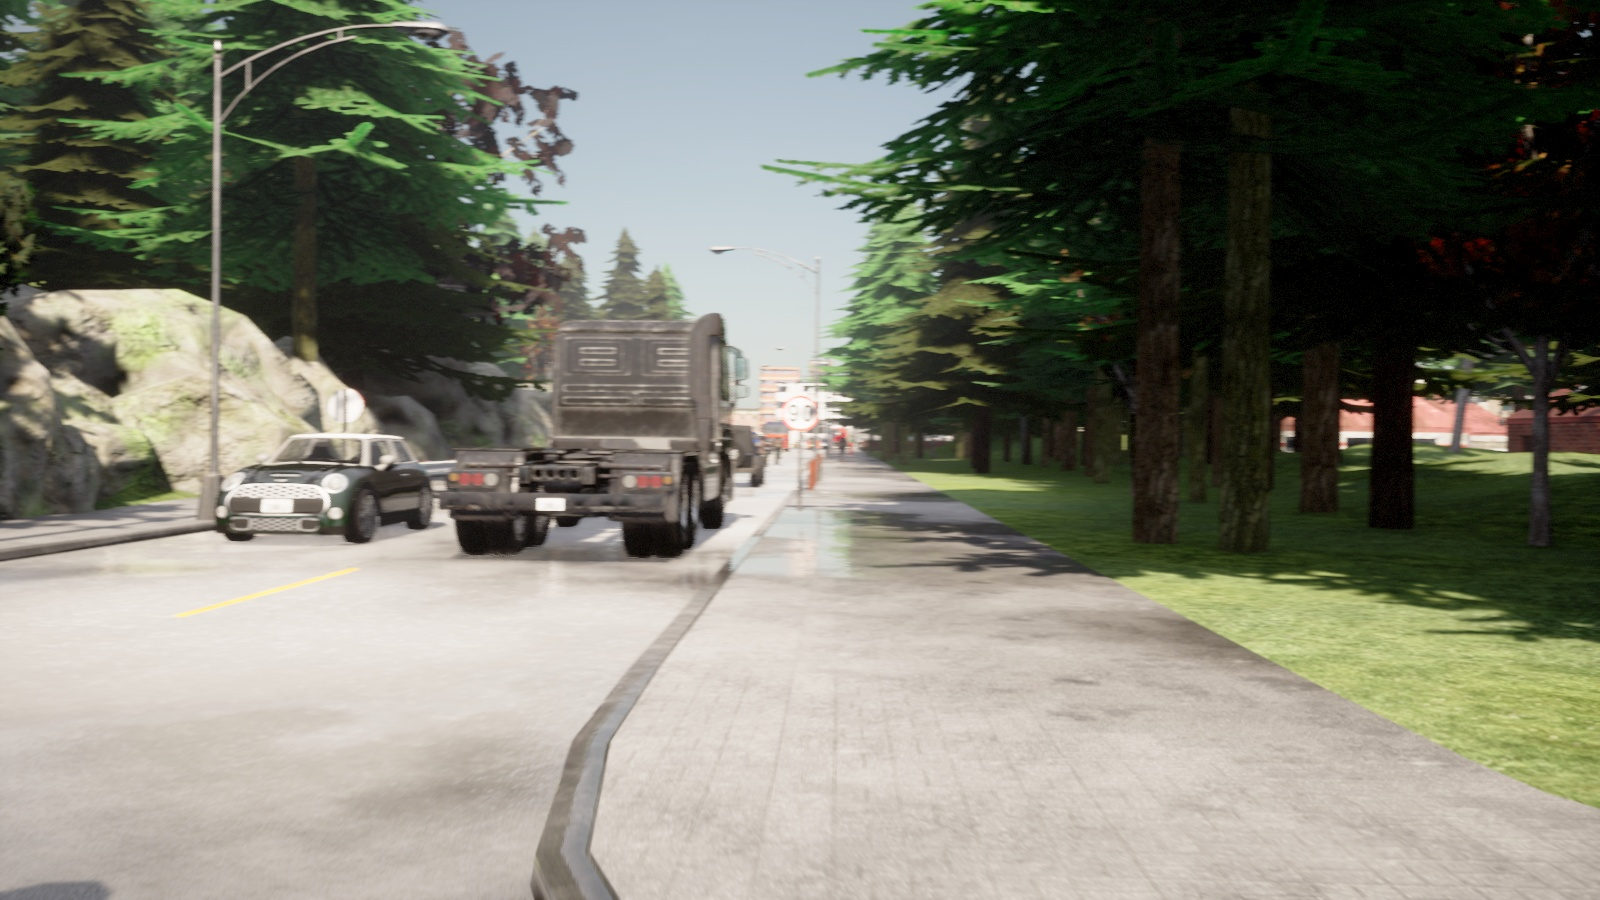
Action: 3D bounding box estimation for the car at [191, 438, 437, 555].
[{"bbox_3d":[-6.754,0.579,17.930,1.970,1.475,3.806,0,0,1],"label":"car"}]

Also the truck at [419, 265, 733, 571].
[{"bbox_3d":[-2.763,-0.392,18.245,2.891,3.462,7.936,0,0,2],"label":"truck"}]

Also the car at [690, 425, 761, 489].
[{"bbox_3d":[-2.279,0.199,39.385,1.905,1.878,3.866,0,0,1],"label":"car"}]
